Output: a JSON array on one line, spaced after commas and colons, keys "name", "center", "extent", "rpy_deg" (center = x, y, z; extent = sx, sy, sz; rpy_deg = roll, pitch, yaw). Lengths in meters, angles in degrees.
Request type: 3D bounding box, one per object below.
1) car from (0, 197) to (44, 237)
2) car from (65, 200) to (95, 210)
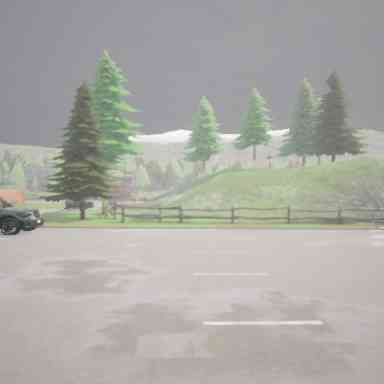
[{"name": "car", "center": [-10.835, 1.182, 17.440], "extent": [5.566, 2.045, 2.150], "rpy_deg": [0, 0, -2]}, {"name": "car", "center": [-14.324, 1.379, 42.826], "extent": [2.097, 1.767, 4.553], "rpy_deg": [0, 0, 11]}]
